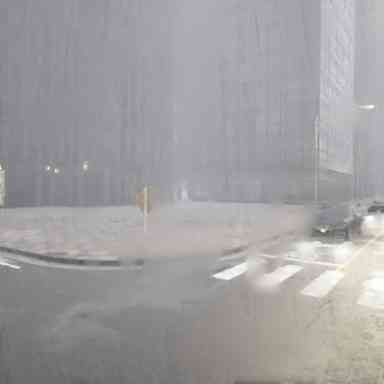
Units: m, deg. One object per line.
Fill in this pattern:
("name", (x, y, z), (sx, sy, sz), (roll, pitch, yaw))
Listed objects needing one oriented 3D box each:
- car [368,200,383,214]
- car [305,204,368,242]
("car", (17.853, 1.403, 31.361), (1.895, 1.301, 4.718), (1, 1, 36))
("car", (6.959, 1.384, 16.069), (1.837, 1.490, 4.892), (1, 1, 35))
